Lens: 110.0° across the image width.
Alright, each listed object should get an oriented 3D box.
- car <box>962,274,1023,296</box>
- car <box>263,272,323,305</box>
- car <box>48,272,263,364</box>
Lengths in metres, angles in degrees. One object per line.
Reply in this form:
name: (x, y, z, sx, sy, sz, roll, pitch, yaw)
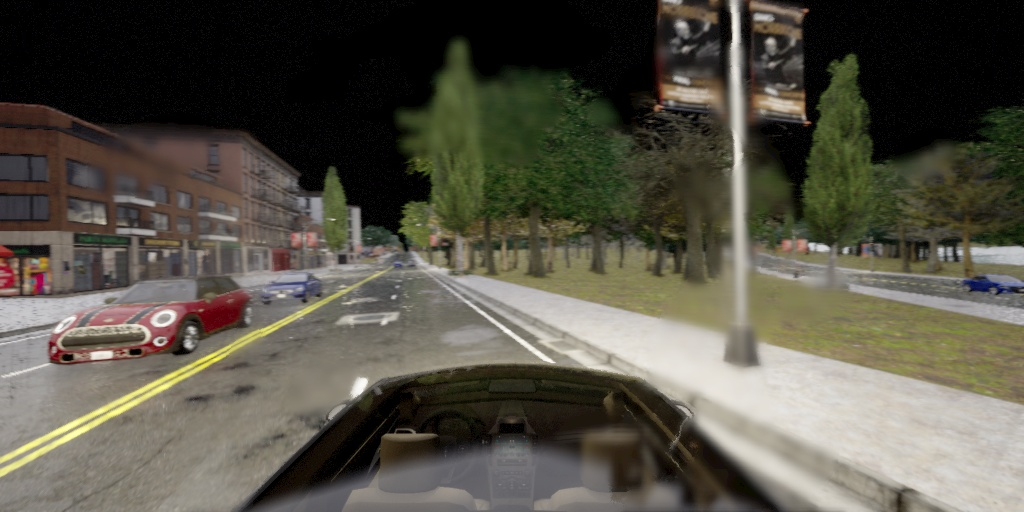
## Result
car: (36.671, 2.159, 27.129, 1.882, 1.535, 5.008, -1, -1, 29)
car: (-11.222, 1.589, 18.652, 1.812, 1.442, 4.674, -2, 0, -16)
car: (-8.507, 1.333, 9.057, 2.097, 1.767, 4.553, -2, 0, -16)
